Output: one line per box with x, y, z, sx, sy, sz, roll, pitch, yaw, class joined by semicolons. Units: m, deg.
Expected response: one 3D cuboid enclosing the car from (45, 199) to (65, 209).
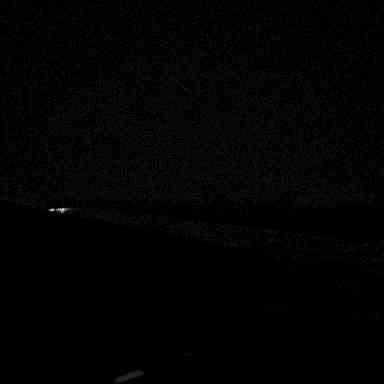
-20.214;1.668;48.893;2.033;1.411;5.357;0;0;-35;car
